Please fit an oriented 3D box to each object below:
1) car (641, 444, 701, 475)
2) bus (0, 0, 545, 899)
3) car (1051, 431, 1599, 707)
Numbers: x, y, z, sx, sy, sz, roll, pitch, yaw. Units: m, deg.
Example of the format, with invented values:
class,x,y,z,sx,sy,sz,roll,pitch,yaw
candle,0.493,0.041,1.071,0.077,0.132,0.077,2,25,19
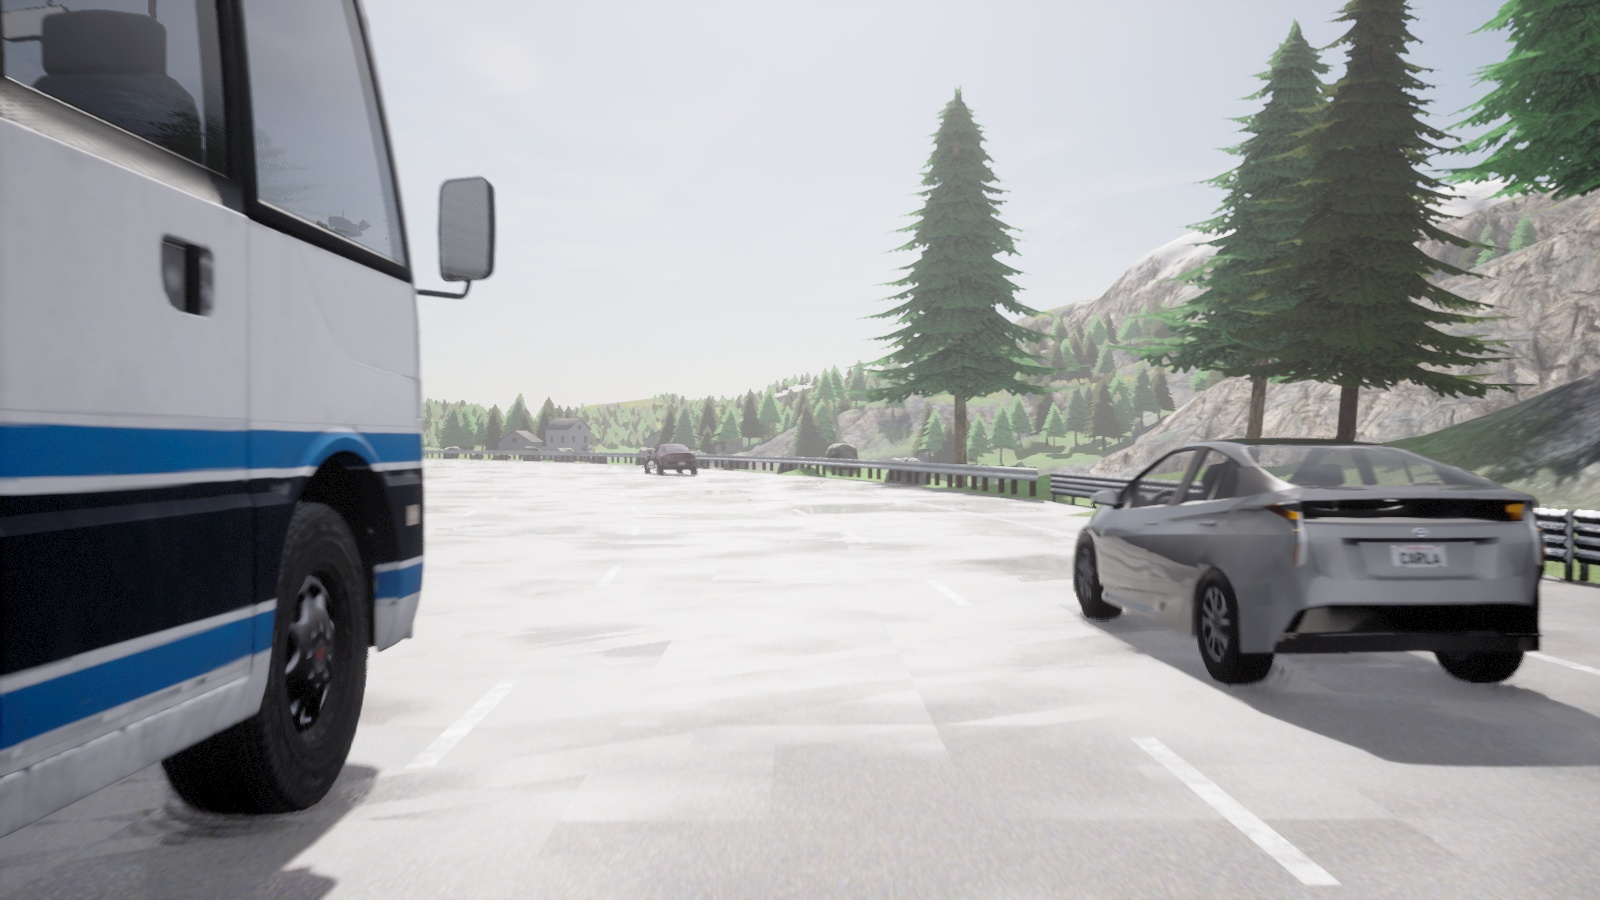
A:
class,x,y,z,sx,sy,sz,roll,pitch,yaw
car,-6.210,0.430,59.905,1.812,1.442,4.674,0,0,-19
bus,-3.479,-0.645,2.184,3.944,4.253,10.273,0,0,0
car,3.373,0.644,9.226,2.007,1.525,4.514,0,0,-2
